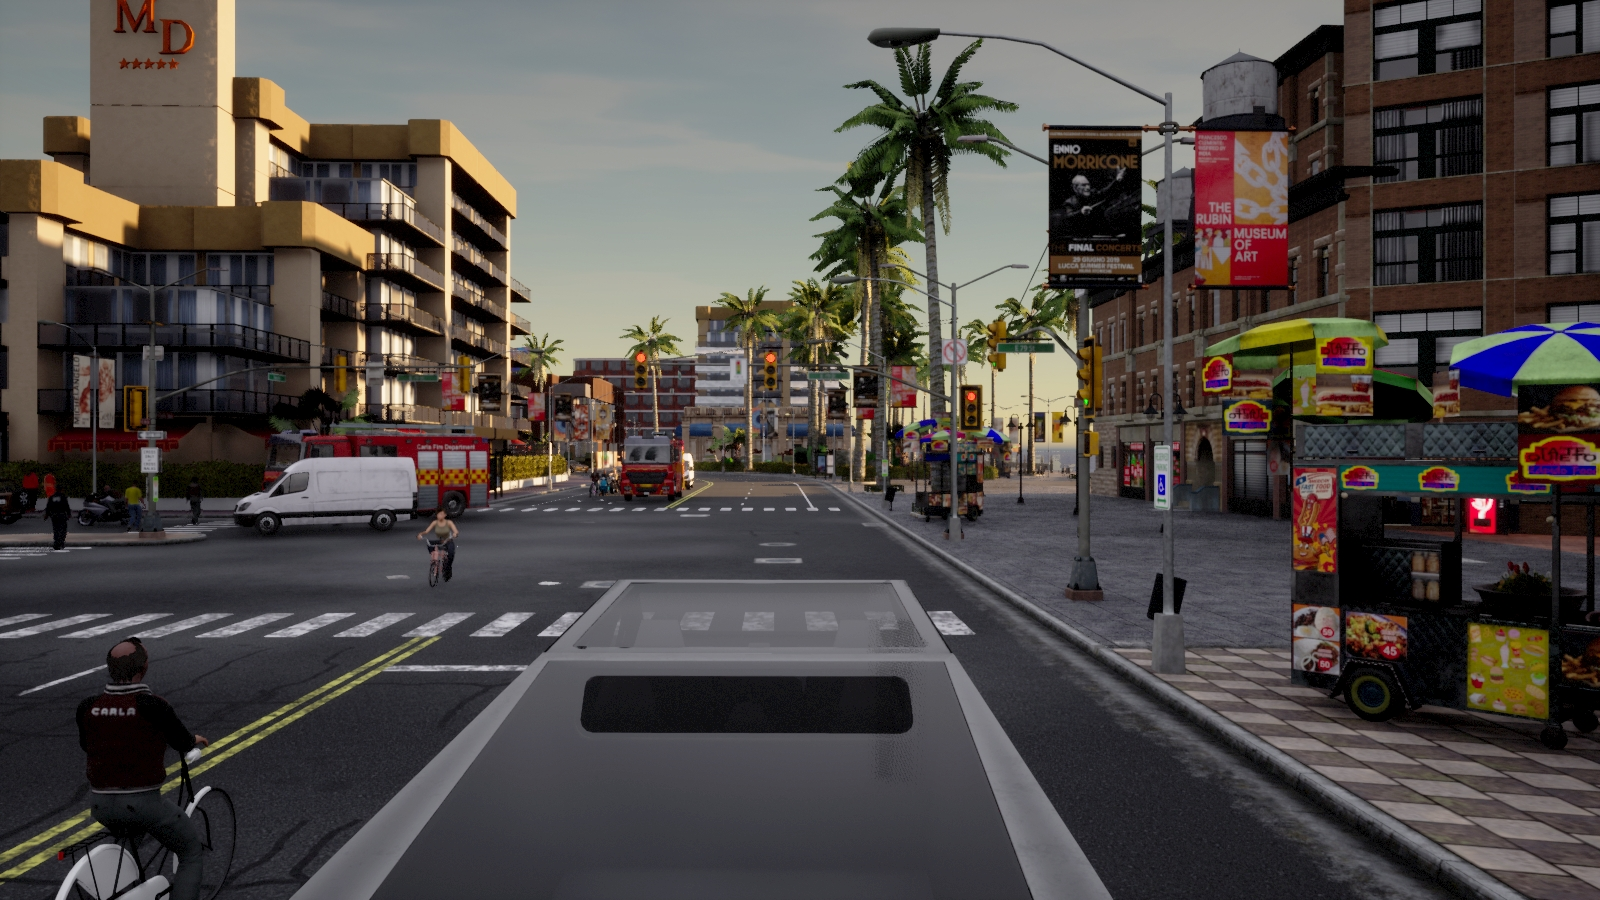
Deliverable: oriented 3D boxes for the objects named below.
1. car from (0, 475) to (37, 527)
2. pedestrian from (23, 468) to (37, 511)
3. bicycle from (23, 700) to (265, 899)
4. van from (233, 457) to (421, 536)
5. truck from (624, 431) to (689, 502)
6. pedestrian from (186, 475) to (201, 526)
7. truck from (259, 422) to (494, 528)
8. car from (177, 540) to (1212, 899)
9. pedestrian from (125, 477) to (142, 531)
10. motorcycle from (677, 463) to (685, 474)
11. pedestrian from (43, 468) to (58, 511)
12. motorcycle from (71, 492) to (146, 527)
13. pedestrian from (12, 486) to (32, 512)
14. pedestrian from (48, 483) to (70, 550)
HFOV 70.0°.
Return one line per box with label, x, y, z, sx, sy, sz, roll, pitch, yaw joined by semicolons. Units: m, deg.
car;-31.074;1.864;42.073;4.605;1.855;1.932;0;0;-2
pedestrian;-33.207;1.696;49.259;0.375;1.860;0.375;0;0;-6
bicycle;-3.625;2.210;6.485;0.329;1.171;1.835;0;0;0
van;-16.445;1.534;39.816;5.915;2.561;1.988;0;0;-27
truck;-8.113;0.890;65.657;2.891;3.827;8.468;0;0;-1
pedestrian;-22.378;1.848;42.157;0.375;1.860;0.375;0;0;-11
truck;-16.585;0.890;45.386;2.891;3.827;8.468;0;0;40
car;-0.214;1.754;5.773;2.390;2.098;6.274;0;0;1
pedestrian;-22.931;1.848;39.329;0.375;1.860;0.375;0;0;-4
motorcycle;-14.189;2.182;136.549;0.856;1.236;1.805;0;0;-1
pedestrian;-32.251;1.696;49.185;0.375;1.860;0.375;0;0;8
motorcycle;-25.598;2.205;42.324;2.209;1.251;0.867;0;0;-5
pedestrian;-32.859;2.077;48.280;0.500;1.100;0.500;0;0;-1
pedestrian;-20.662;1.849;31.854;0.375;1.860;0.375;0;0;-7
